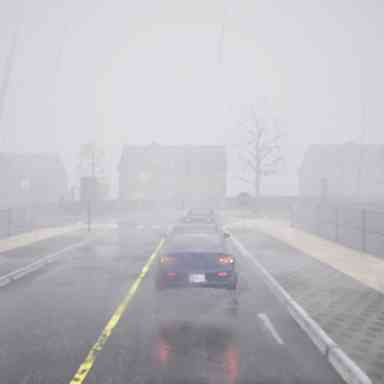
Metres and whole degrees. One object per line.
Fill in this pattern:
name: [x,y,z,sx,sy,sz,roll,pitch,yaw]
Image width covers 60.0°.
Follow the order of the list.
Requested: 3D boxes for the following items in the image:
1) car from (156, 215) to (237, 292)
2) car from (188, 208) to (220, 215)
car: [0.091,1.561,8.930,1.812,1.442,4.674,0,0,0]
car: [0.745,1.696,21.562,1.895,1.301,4.718,0,0,10]
